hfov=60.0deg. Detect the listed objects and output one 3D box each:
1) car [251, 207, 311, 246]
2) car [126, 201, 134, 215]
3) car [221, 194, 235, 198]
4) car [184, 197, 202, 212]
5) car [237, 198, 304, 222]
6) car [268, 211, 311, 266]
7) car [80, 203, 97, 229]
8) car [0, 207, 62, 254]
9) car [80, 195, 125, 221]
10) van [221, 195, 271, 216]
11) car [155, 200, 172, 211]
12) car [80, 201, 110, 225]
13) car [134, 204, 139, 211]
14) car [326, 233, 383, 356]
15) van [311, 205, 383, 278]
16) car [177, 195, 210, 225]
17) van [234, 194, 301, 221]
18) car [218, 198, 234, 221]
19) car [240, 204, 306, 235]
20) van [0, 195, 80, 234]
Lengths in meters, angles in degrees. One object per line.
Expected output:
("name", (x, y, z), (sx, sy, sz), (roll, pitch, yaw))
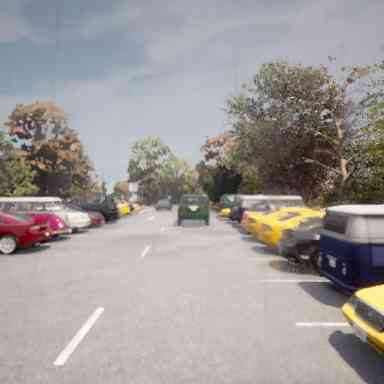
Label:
("car", (5.034, 1.477, 12.633), (5.008, 1.535, 2.097), (0, 0, 0))
("car", (-8.035, 1.480, 29.472), (5.008, 1.535, 2.097), (0, 0, 0))
("car", (5.067, 1.227, 29.251), (5.566, 2.045, 2.435), (0, 0, 0))
("car", (0.098, 1.481, 41.858), (2.097, 1.767, 4.553), (0, -1, 0))
("car", (5.008, 1.349, 18.174), (4.553, 1.767, 2.185), (0, 0, 0))
("car", (5.034, 1.479, 9.862), (4.892, 1.521, 2.231), (0, 0, 0))
("car", (-8.038, 1.515, 18.372), (4.674, 1.452, 2.002), (0, 0, 0))
("car", (-8.035, 1.477, 12.819), (5.008, 1.535, 2.097), (0, 0, 0))
("car", (-8.069, 1.221, 23.924), (5.566, 2.045, 2.435), (0, 0, 0))
("van", (5.156, 1.268, 32.143), (4.442, 1.987, 1.878), (0, 0, 0))
("car", (-3.547, 1.686, 42.330), (2.033, 1.411, 5.357), (0, -1, 0))
("car", (-8.011, 1.503, 21.147), (4.792, 1.488, 2.163), (0, 0, 0))
("car", (-8.036, 1.496, 32.244), (4.892, 1.521, 2.231), (0, 0, 0))
("car", (4.855, 1.477, 4.321), (5.366, 1.575, 1.946), (0, 0, 0))
("van", (5.157, 1.253, 7.092), (4.442, 1.987, 1.878), (0, 0, 0))
("car", (0.099, 1.214, 24.030), (2.150, 2.045, 5.566), (0, 0, 0))
("van", (5.156, 1.248, 20.944), (4.442, 1.987, 1.878), (0, 0, 0))
("car", (4.854, 1.470, 26.482), (5.366, 1.575, 1.946), (0, 0, 0))
("car", (5.034, 1.476, 15.529), (5.008, 1.535, 2.097), (0, 0, 0))
("van", (-7.924, 1.250, 15.595), (4.442, 1.987, 1.878), (0, 0, 0))
